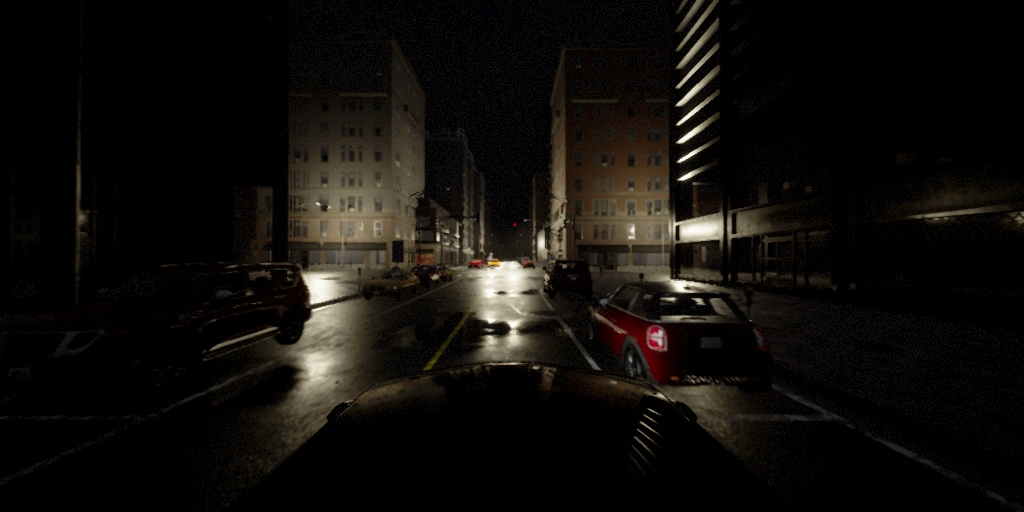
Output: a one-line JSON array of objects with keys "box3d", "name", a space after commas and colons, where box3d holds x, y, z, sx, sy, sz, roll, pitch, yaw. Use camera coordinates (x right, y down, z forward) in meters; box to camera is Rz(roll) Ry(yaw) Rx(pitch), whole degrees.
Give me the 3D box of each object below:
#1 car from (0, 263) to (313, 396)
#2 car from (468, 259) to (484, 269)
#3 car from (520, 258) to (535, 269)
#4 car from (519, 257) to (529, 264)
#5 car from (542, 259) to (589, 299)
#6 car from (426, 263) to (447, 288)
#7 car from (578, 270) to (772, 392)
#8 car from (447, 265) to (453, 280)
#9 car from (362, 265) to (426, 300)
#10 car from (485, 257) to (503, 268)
[{"box3d": [-5.857, 1.064, 6.771, 2.192, 1.841, 5.009, 0, 0, 0], "name": "car"}, {"box3d": [-5.855, 1.296, 56.289, 1.888, 1.381, 4.507, 0, 0, 0], "name": "car"}, {"box3d": [2.671, 1.333, 56.279, 1.802, 1.307, 4.207, 0, 0, 0], "name": "car"}, {"box3d": [2.671, 1.333, 61.953, 1.802, 1.307, 4.207, 0, 0, 0], "name": "car"}, {"box3d": [2.670, 1.064, 18.011, 2.192, 1.841, 5.009, 0, 0, 0], "name": "car"}, {"box3d": [-5.856, 1.295, 23.645, 1.888, 1.381, 4.507, 0, 0, 0], "name": "car"}, {"box3d": [2.669, 1.190, 6.762, 1.967, 1.591, 4.097, 0, 0, 0], "name": "car"}, {"box3d": [-5.856, 1.275, 29.099, 1.751, 1.417, 4.829, 0, 0, 0], "name": "car"}, {"box3d": [-5.856, 1.275, 17.850, 1.751, 1.417, 4.829, 0, 0, 0], "name": "car"}, {"box3d": [-2.998, 1.268, 59.803, 1.882, 1.535, 5.008, 0, 1, 0], "name": "car"}]
